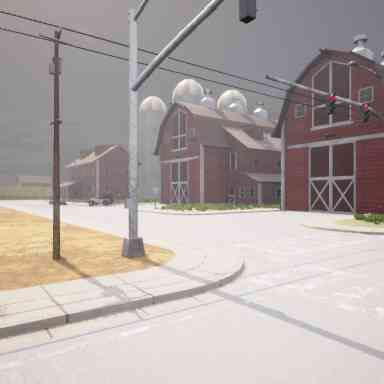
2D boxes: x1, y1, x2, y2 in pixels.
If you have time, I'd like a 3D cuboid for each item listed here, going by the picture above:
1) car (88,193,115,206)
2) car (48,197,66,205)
[{"bbox_3d":[-13.758,1.118,50.620,3.866,1.878,1.905,-2,5,11],"label":"car"},{"bbox_3d":[-22.709,1.536,55.908,1.994,1.385,4.181,0,0,-36],"label":"car"}]
